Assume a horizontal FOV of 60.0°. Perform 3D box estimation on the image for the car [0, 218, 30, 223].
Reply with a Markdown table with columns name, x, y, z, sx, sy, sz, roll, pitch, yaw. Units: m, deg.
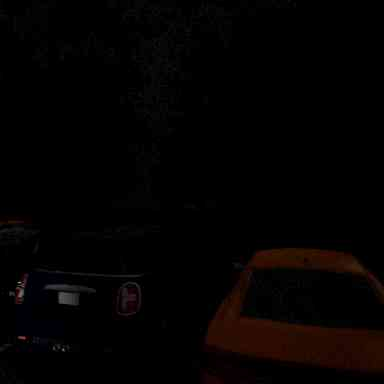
| name | x | y | z | sx | sy | sz | roll | pitch | yaw |
| --- | --- | --- | --- | --- | --- | --- | --- | --- | --- |
| car | -3.323 | 1.500 | 7.929 | 2.231 | 1.521 | 4.892 | 0 | -1 | 16 |

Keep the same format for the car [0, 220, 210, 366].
| name | x | y | z | sx | sy | sz | roll | pitch | yaw |
| --- | --- | --- | --- | --- | --- | --- | --- | --- | --- |
| car | -0.931 | 1.368 | 6.156 | 2.185 | 1.767 | 4.553 | 0 | -1 | 16 |

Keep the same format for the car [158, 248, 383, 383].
| name | x | y | z | sx | sy | sz | roll | pitch | yaw |
| --- | --- | --- | --- | --- | --- | --- | --- | --- | --- |
| car | 1.476 | 1.490 | 4.439 | 2.097 | 1.535 | 5.008 | 0 | -1 | 16 |

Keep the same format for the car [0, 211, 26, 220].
| name | x | y | z | sx | sy | sz | roll | pitch | yaw |
| --- | --- | --- | --- | --- | --- | --- | --- | --- | --- |
| car | -5.759 | 1.499 | 9.514 | 1.946 | 1.575 | 5.366 | 0 | -1 | 17 |
